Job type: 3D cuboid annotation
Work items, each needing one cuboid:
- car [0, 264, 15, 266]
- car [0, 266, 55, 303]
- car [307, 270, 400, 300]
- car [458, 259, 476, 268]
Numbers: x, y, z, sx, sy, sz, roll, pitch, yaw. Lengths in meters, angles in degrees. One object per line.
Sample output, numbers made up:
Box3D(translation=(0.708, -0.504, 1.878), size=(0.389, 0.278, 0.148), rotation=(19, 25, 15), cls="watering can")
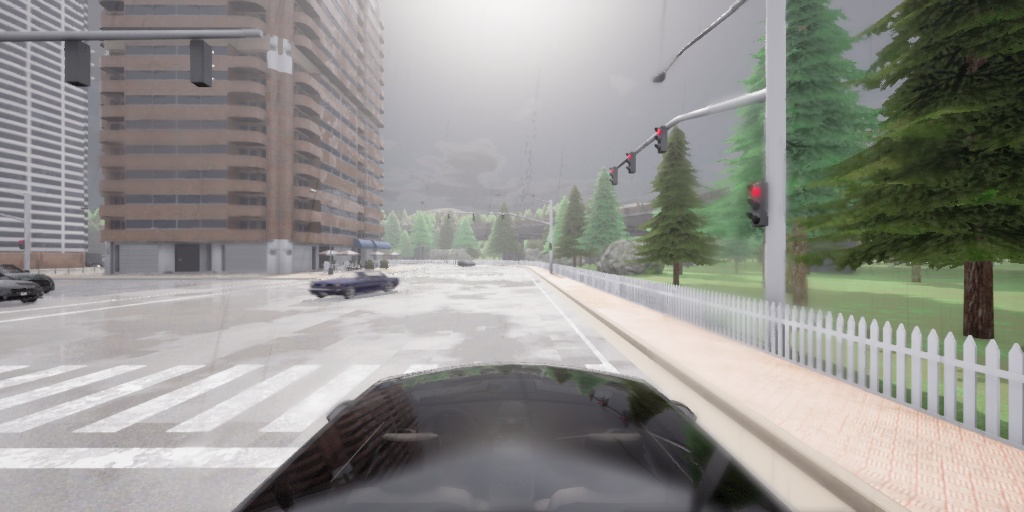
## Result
Box3D(translation=(-26.679, 1.157, 18.400), size=(4.553, 1.767, 2.097), rotation=(0, 0, 0), cls="car")
Box3D(translation=(-22.529, 1.310, 14.846), size=(4.892, 1.490, 1.837), rotation=(0, 0, 2), cls="car")
Box3D(translation=(-7.803, 1.385, 18.149), size=(1.895, 1.301, 4.718), rotation=(0, 0, 17), cls="car")
Box3D(translation=(-8.025, 1.271, 63.701), size=(1.882, 1.535, 5.008), rotation=(0, 1, -27), cls="car")
